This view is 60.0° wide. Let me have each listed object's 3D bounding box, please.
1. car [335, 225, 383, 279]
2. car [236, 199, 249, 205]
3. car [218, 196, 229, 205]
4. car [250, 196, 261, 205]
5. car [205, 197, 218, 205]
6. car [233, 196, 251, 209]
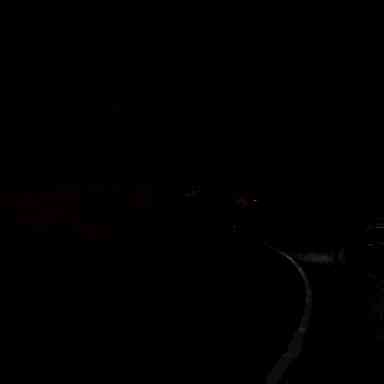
[{"bbox_3d":[5.420,1.556,8.460,1.837,1.490,4.892,0,0,-1],"label":"car"},{"bbox_3d":[10.750,2.135,71.234,1.895,1.301,4.718,0,0,-2],"label":"car"},{"bbox_3d":[7.156,2.078,74.243,1.837,1.490,4.892,0,0,-2],"label":"car"},{"bbox_3d":[14.143,2.082,74.810,2.128,1.511,4.902,0,0,-2],"label":"car"},{"bbox_3d":[3.787,2.056,69.897,1.837,1.490,4.892,0,0,-2],"label":"car"},{"bbox_3d":[7.794,1.888,53.845,1.882,1.535,5.008,0,-1,-1],"label":"car"}]
